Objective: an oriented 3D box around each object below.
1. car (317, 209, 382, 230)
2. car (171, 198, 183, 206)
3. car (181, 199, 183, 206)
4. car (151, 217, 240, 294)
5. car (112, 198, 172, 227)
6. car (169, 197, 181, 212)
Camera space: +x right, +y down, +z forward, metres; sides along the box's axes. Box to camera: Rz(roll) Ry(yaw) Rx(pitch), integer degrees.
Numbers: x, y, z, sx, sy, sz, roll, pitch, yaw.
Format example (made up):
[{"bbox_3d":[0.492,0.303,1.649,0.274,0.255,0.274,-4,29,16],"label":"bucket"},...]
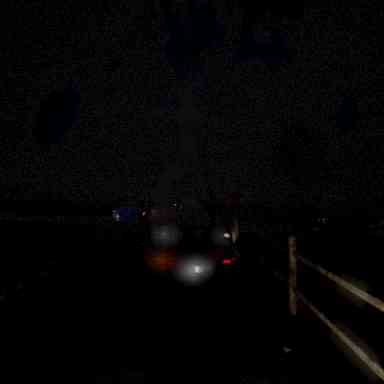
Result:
[{"bbox_3d":[12.592,2.153,26.757,4.892,1.490,1.837,2,0,-2],"label":"car"},{"bbox_3d":[-2.780,1.837,62.031,1.994,1.385,4.181,0,0,1],"label":"car"},{"bbox_3d":[-2.828,1.707,50.766,2.128,1.511,4.902,0,0,0],"label":"car"},{"bbox_3d":[0.095,1.596,8.875,1.994,1.385,4.181,0,0,0],"label":"car"},{"bbox_3d":[-3.789,1.363,23.368,2.097,1.767,4.553,1,1,-40],"label":"car"},{"bbox_3d":[-2.808,1.521,40.422,2.097,1.767,4.553,0,0,-1],"label":"car"}]
